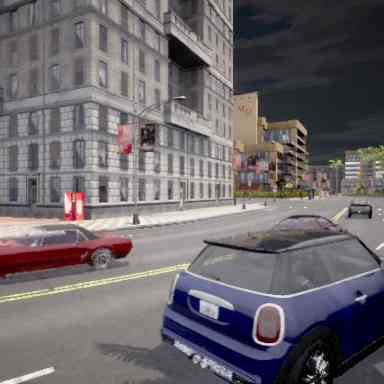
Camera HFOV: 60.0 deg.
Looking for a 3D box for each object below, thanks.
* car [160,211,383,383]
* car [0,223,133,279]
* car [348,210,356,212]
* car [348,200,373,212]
[{"bbox_3d":[1.822,1.351,5.141,4.553,1.767,2.097,0,0,-40],"label":"car"},{"bbox_3d":[-4.156,1.591,9.283,4.718,1.301,1.895,0,0,-39],"label":"car"},{"bbox_3d":[4.402,1.557,12.575,1.994,1.385,4.181,0,0,41],"label":"car"},{"bbox_3d":[15.398,1.478,30.432,2.128,1.511,4.902,0,0,28],"label":"car"}]
